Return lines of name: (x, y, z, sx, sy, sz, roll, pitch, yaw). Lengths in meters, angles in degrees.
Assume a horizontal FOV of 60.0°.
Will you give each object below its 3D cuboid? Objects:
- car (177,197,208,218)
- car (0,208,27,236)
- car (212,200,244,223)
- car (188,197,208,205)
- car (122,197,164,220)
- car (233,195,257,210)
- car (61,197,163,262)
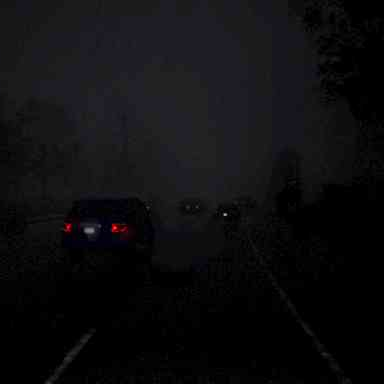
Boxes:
car: (0.113, 1.323, 30.158, 2.097, 1.767, 4.553, 0, 0, 12)
car: (-9.600, 1.487, 15.436, 1.812, 1.442, 4.674, 0, 0, 7)
car: (2.683, 1.549, 25.272, 1.994, 1.385, 4.181, 0, 0, 10)
car: (1.057, 1.536, 57.154, 1.895, 1.301, 4.718, 0, 0, 23)
car: (-4.031, 1.312, 28.360, 2.097, 1.767, 4.553, 0, 0, 12)
car: (6.881, 1.335, 41.866, 2.097, 1.767, 4.553, 0, 0, 17)
car: (-2.717, 1.204, 12.276, 2.150, 2.045, 5.566, 0, 0, 5)
